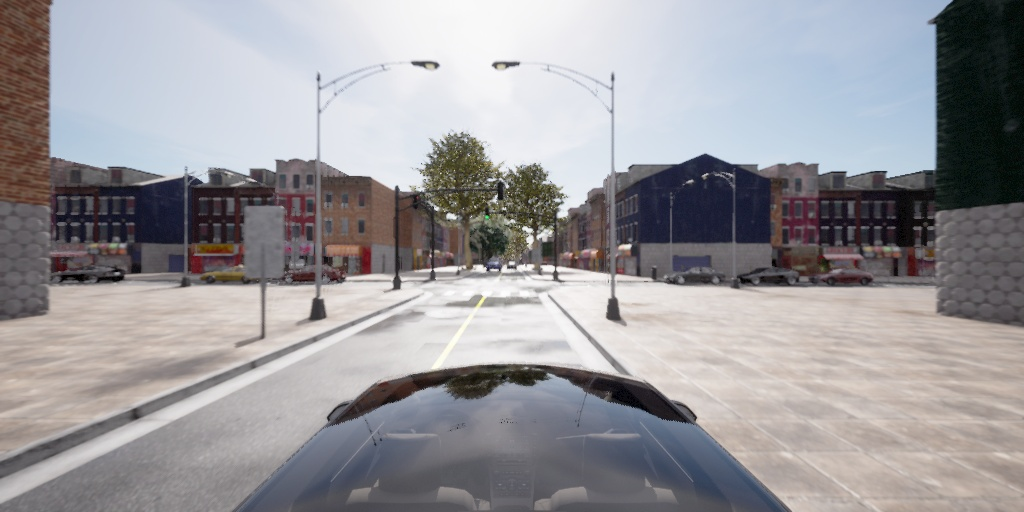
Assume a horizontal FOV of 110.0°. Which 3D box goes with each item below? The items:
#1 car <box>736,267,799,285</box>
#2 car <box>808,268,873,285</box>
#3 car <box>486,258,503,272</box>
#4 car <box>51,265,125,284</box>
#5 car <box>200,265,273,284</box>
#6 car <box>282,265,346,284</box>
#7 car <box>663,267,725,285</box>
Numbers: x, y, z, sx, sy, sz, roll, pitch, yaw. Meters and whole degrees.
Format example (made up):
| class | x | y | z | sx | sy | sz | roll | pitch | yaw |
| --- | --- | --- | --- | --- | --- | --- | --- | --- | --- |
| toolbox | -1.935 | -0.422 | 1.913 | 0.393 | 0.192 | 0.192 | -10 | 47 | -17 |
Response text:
| class | x | y | z | sx | sy | sz | roll | pitch | yaw |
| --- | --- | --- | --- | --- | --- | --- | --- | --- | --- |
| car | 19.622 | 1.516 | 27.588 | 4.313 | 1.339 | 1.948 | 0 | 0 | 0 |
| car | 25.295 | 1.558 | 27.623 | 4.207 | 1.307 | 1.802 | 0 | 0 | 0 |
| car | -2.813 | 1.374 | 55.957 | 2.150 | 2.045 | 5.566 | 0 | 0 | 1 |
| car | -32.120 | 1.367 | 27.271 | 4.313 | 1.339 | 1.948 | 0 | 0 | 0 |
| car | -20.931 | 1.346 | 27.340 | 4.829 | 1.417 | 1.751 | 0 | 0 | 0 |
| car | -15.082 | 1.378 | 27.376 | 4.507 | 1.381 | 1.888 | 0 | 0 | 0 |
| car | 13.947 | 1.477 | 27.554 | 4.403 | 1.370 | 2.007 | 0 | 0 | 0 |
